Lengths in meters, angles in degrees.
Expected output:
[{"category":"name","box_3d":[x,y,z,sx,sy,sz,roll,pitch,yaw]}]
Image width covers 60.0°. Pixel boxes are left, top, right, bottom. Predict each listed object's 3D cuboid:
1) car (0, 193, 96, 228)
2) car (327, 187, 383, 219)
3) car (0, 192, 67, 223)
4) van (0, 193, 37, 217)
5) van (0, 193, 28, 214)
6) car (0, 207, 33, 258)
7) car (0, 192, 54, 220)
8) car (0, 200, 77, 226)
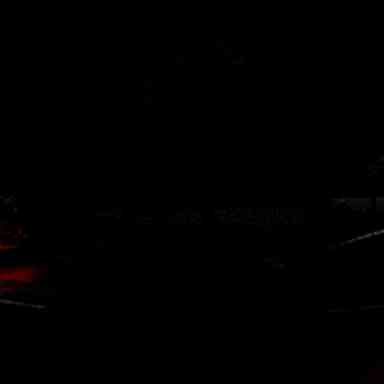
[{"category":"car","box_3d":[-8.728,1.071,21.220,2.435,2.045,5.566,-1,0,28]},{"category":"car","box_3d":[11.851,0.691,21.727,5.566,2.045,2.435,-1,1,29]},{"category":"car","box_3d":[-12.692,1.078,25.569,2.435,2.045,5.566,0,1,28]},{"category":"van","box_3d":[-16.585,1.109,30.106,1.878,1.987,4.442,-1,0,28]},{"category":"van","box_3d":[-18.561,1.112,32.308,1.878,1.987,4.442,-1,0,28]},{"category":"car","box_3d":[-7.549,1.438,11.368,5.008,1.535,1.882,0,2,42]},{"category":"car","box_3d":[-14.668,1.081,27.772,2.435,2.045,5.566,0,0,28]},{"category":"car","box_3d":[-10.702,1.356,23.368,2.163,1.488,4.792,0,0,28]}]
